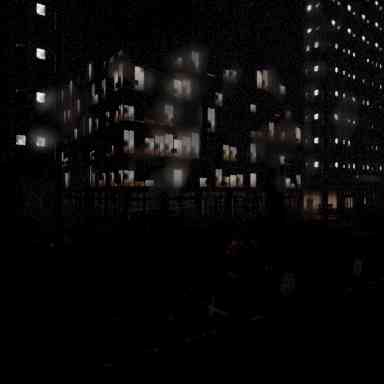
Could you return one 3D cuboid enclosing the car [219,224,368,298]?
[{"bbox_3d":[2.711,1.545,8.481,4.507,1.381,1.887,0,0,-35],"label":"car"}]
